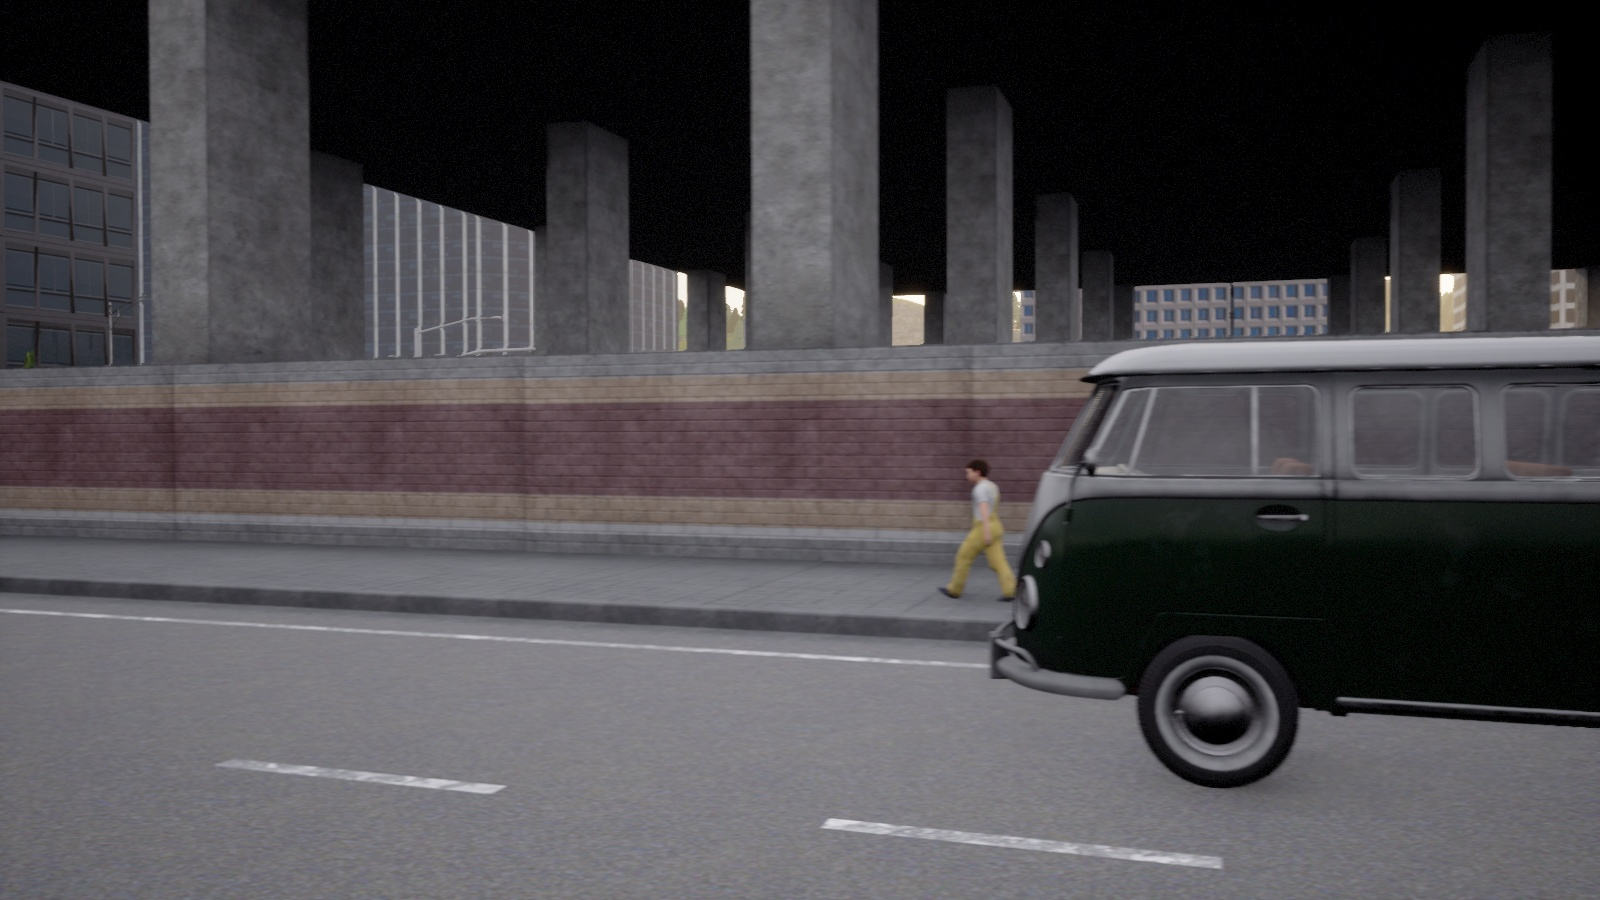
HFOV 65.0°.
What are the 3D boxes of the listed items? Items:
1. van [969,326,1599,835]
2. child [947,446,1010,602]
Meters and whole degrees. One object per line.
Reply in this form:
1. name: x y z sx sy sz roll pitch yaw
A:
1. van: 3.160 0.498 5.819 4.442 1.987 1.775 1 1 19
2. child: 1.488 0.599 10.456 0.437 1.263 0.270 1 1 36
